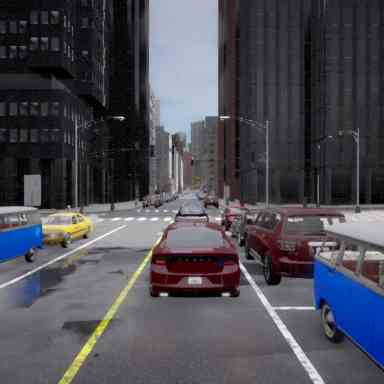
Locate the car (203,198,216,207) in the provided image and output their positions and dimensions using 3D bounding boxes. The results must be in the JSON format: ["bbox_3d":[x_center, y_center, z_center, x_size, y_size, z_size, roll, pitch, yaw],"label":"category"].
[{"bbox_3d":[2.728,1.591,53.135,1.947,1.339,4.313,0,0,0],"label":"car"}]

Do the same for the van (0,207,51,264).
[{"bbox_3d":[-5.774,1.341,9.407,1.690,1.788,3.998,0,0,0],"label":"van"}]

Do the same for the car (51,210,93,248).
[{"bbox_3d":[-5.775,1.526,14.761,1.752,1.417,4.829,0,0,0],"label":"car"}]

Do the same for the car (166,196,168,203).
[{"bbox_3d":[-5.800,1.597,58.782,1.947,1.339,4.313,0,0,0],"label":"car"}]

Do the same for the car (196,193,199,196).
[{"bbox_3d":[2.705,1.670,92.642,1.947,1.339,4.313,0,0,0],"label":"car"}]

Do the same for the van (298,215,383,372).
[{"bbox_3d":[2.761,1.341,3.874,1.690,1.788,3.998,0,0,0],"label":"van"}]

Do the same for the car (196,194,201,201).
[{"bbox_3d":[2.708,1.635,86.997,1.887,1.381,4.507,0,0,0],"label":"car"}]

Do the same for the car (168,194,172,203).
[{"bbox_3d":[-5.807,1.616,70.069,1.947,1.339,4.313,0,0,0],"label":"car"}]

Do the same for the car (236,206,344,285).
[{"bbox_3d":[2.756,1.315,9.400,2.192,1.841,5.009,0,0,0],"label":"car"}]

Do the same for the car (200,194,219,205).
[{"bbox_3d":[2.730,1.334,47.491,2.192,1.841,5.009,0,0,0],"label":"car"}]

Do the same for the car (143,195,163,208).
[{"bbox_3d":[-5.794,1.334,47.496,2.192,1.841,5.009,0,0,0],"label":"car"}]

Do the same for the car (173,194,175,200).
[{"bbox_3d":[-5.814,1.621,81.355,1.887,1.381,4.507,0,0,0],"label":"car"}]

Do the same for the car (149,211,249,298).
[{"bbox_3d":[0.062,1.477,8.589,1.882,1.535,5.008,0,0,0],"label":"car"}]

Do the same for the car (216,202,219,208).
[{"bbox_3d":[2.748,1.547,20.450,1.887,1.381,4.507,0,0,0],"label":"car"}]

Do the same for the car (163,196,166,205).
[{"bbox_3d":[-5.798,1.340,53.139,2.192,1.841,5.009,0,0,0],"label":"car"}]

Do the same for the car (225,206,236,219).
[{"bbox_3d":[2.752,1.551,14.925,2.008,1.369,4.403,0,0,0],"label":"car"}]

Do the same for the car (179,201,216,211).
[{"bbox_3d":[-0.009,1.493,18.998,2.128,1.511,4.902,0,0,0],"label":"car"}]
